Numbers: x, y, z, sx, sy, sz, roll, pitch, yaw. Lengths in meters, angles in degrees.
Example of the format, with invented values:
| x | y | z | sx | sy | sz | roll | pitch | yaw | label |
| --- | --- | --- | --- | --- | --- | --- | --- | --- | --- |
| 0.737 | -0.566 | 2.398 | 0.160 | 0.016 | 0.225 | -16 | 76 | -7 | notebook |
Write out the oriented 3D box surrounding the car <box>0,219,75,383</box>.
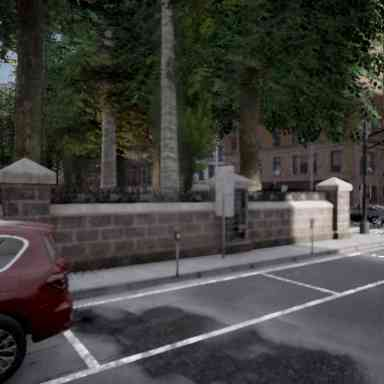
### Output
| x | y | z | sx | sy | sz | roll | pitch | yaw | label |
| --- | --- | --- | --- | --- | --- | --- | --- | --- | --- |
| -3.931 | 1.305 | 3.734 | 5.009 | 1.841 | 2.192 | 1 | 0 | -35 | car |

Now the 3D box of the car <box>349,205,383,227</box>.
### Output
| x | y | z | sx | sy | sz | roll | pitch | yaw | label |
| --- | --- | --- | --- | --- | --- | --- | --- | --- | --- |
| 12.851 | 1.691 | 24.917 | 2.128 | 1.511 | 4.902 | 1 | 0 | -35 | car |
